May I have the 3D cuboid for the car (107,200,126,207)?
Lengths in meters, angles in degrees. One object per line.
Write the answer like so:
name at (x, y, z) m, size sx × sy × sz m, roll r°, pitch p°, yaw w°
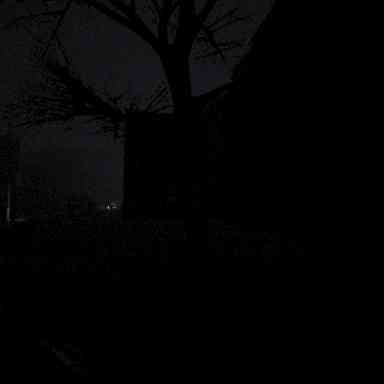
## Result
car at (-15.175, 2.212, 67.069) m, size 1.895 × 1.301 × 4.718 m, roll 1°, pitch -1°, yaw 10°

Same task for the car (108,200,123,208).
car at (-13.056, 2.103, 58.919) m, size 1.812 × 1.442 × 4.674 m, roll 1°, pitch -1°, yaw 10°

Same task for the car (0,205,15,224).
car at (-14.933, 1.638, 25.016) m, size 1.812 × 1.442 × 4.674 m, roll 1°, pitch -1°, yaw -11°

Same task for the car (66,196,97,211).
car at (-15.282, 1.598, 46.113) m, size 2.150 × 2.045 × 5.566 m, roll 1°, pitch 0°, yaw 10°
